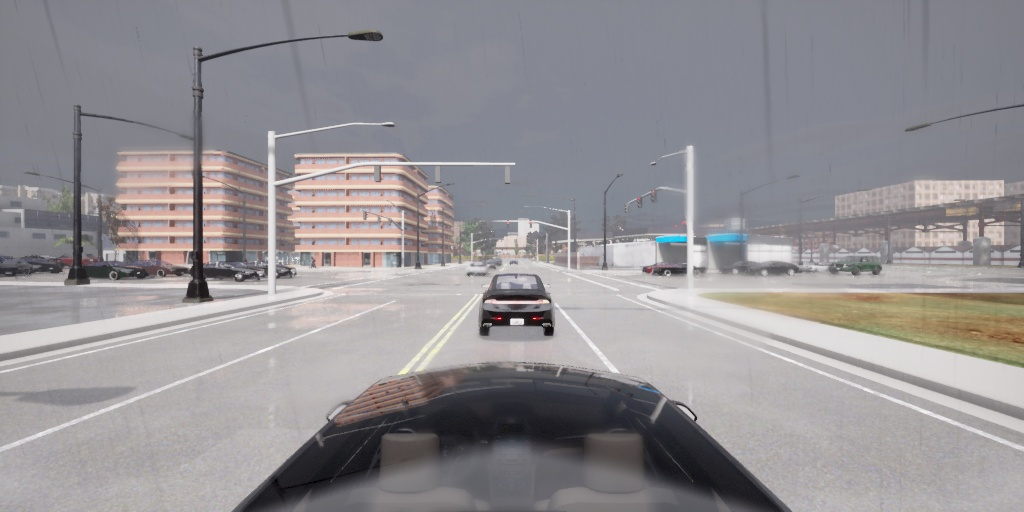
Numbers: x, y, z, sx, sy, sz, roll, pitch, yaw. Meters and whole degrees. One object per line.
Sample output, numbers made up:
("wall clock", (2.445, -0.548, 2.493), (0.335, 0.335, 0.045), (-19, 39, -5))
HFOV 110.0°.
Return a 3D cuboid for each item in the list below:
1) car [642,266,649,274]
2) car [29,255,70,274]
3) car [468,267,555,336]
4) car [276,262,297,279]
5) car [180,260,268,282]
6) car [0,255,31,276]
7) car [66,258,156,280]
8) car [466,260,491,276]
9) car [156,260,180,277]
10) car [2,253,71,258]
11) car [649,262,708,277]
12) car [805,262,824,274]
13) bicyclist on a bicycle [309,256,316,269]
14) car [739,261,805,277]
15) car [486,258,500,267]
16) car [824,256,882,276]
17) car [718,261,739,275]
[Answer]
("car", (16.475, 1.314, 39.179), (4.181, 1.385, 1.994), (0, 0, 1))
("car", (-41.169, 0.853, 30.522), (4.181, 1.385, 1.994), (1, 0, 1))
("car", (0.121, 1.242, 10.343), (2.128, 1.511, 4.902), (0, 0, 0))
("car", (-20.660, 1.109, 29.999), (4.902, 1.511, 2.128), (1, 0, 1))
("car", (-20.949, 1.109, 26.508), (4.902, 1.511, 2.128), (1, 0, 1))
("car", (-40.430, 0.851, 27.002), (5.357, 1.411, 2.033), (1, 0, 1))
("car", (-29.789, 1.054, 26.731), (4.181, 1.385, 1.994), (1, 0, 1))
("car", (-3.426, 1.319, 35.873), (1.895, 1.301, 4.718), (0, 0, 0))
("car", (-30.403, 1.025, 30.250), (5.357, 1.411, 2.033), (1, 0, 1))
("car", (-50.377, 0.628, 37.894), (4.892, 1.490, 1.837), (1, 0, 2))
("car", (16.635, 1.351, 35.651), (4.718, 1.301, 1.895), (0, 0, 0))
("car", (34.885, 1.351, 41.028), (4.718, 1.301, 1.895), (0, 0, -19))
("bicyclist on a bicycle", (-25.927, 0.844, 46.628), (0.582, 1.620, 1.656), (1, 0, 1))
("car", (25.914, 1.255, 35.803), (4.892, 1.490, 1.837), (0, 0, -5))
("car", (-3.336, 1.242, 53.451), (2.128, 1.511, 4.902), (0, 0, 0))
("car", (36.329, 0.971, 37.857), (5.566, 2.045, 2.150), (0, 0, -19))
("car", (25.220, 1.255, 39.256), (4.892, 1.490, 1.837), (0, 0, -5))
